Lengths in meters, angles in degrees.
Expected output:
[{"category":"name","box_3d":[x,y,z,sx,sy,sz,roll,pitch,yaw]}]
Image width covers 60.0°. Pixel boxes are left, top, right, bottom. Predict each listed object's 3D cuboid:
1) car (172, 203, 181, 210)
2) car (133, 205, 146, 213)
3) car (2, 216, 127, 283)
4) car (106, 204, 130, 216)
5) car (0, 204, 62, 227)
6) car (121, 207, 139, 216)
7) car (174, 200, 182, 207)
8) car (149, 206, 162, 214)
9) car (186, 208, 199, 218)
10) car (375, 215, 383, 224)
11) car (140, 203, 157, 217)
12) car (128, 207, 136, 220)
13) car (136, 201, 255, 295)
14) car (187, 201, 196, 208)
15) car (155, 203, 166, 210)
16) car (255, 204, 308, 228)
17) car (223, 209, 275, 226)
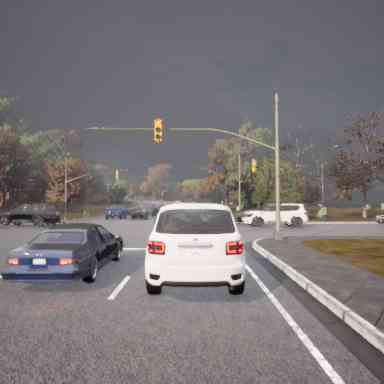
[{"category":"car","box_3d":[-3.544,3.335,77.296,1.994,1.385,4.181,0,0,0]},{"category":"car","box_3d":[-10.548,3.443,67.645,1.895,1.301,4.718,0,0,0]},{"category":"car","box_3d":[-3.423,1.658,9.949,2.033,1.411,5.357,0,-1,0]},{"category":"car","box_3d":[-10.634,2.782,47.068,2.150,2.045,5.566,0,-2,-2]},{"category":"car","box_3d":[-14.705,2.094,30.171,5.566,2.045,2.150,0,-2,8]},{"category":"car","box_3d":[-10.610,3.337,57.361,2.033,1.411,5.357,0,-1,1]},{"category":"car","box_3d":[-3.643,3.044,87.359,1.882,1.535,5.008,0,0,-3]},{"category":"car","box_3d":[-7.077,3.445,65.160,1.895,1.301,4.718,0,0,0]},{"category":"car","box_3d":[0.072,3.247,51.560,1.994,1.385,4.181,0,-1,0]},{"category":"car","box_3d":[20.803,2.594,32.904,4.718,1.301,1.895,0,-3,-3]},{"category":"car","box_3d":[-7.121,2.977,55.239,2.150,2.045,5.566,0,-1,0]},{"category":"car","box_3d":[-7.112,3.118,45.711,1.895,1.301,4.718,0,-2,-1]},{"category":"car","box_3d":[0.078,1.315,9.096,2.150,2.045,5.566,0,-1,0]},{"category":"car","box_3d":[-0.154,3.238,87.561,1.837,1.490,4.892,0,0,-3]},{"category":"car","box_3d":[-7.042,3.338,75.858,2.033,1.411,5.357,0,0,0]},{"category":"car","box_3d":[7.216,2.042,28.996,5.566,2.045,2.150,0,-3,-1]},{"category":"car","box_3d":[5.662,2.492,33.059,4.902,1.511,2.128,0,-2,11]}]
